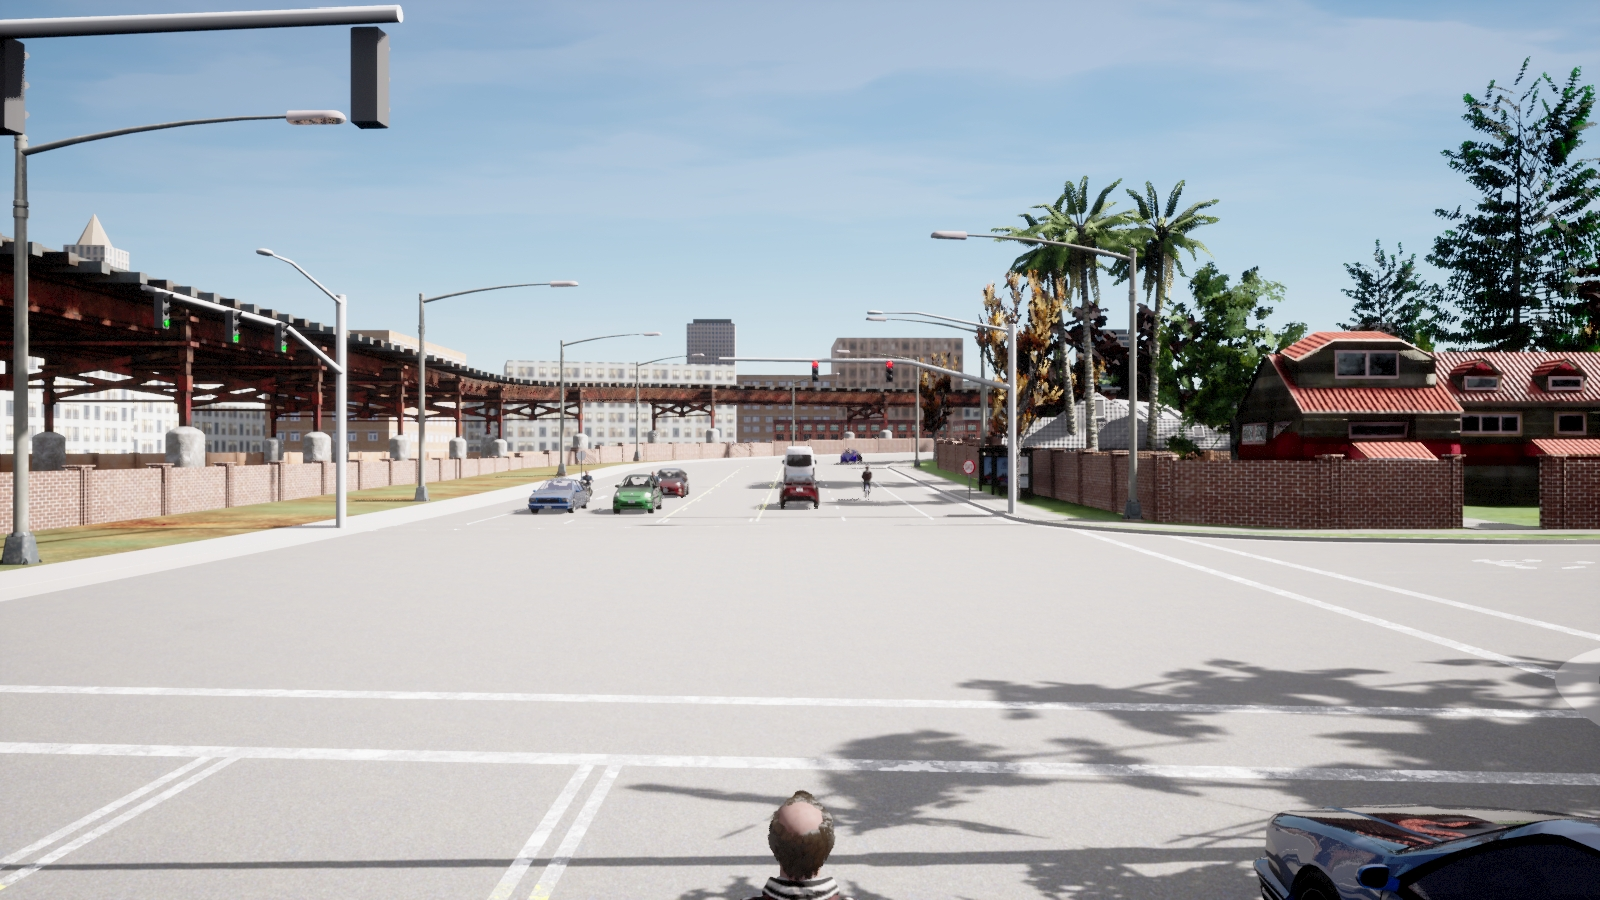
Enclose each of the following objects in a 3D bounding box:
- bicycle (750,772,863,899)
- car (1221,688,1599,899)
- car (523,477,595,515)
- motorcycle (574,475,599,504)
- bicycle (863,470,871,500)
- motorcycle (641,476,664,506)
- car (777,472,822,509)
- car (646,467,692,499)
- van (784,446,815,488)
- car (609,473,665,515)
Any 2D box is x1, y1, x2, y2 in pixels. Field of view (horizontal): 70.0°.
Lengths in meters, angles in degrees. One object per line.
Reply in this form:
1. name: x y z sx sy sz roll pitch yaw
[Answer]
1. bicycle: 0.019 2.048 3.681 0.329 1.496 1.835 0 0 0
2. car: 3.467 2.106 4.038 2.033 1.411 5.357 0 0 1
3. car: -10.533 1.979 50.381 2.033 1.411 5.357 0 1 0
4. motorcycle: -10.476 1.934 56.002 0.856 1.341 1.805 0 1 1
5. bicycle: 3.478 1.815 59.203 0.329 1.496 1.835 0 1 0
6. motorcycle: -7.053 1.947 54.746 0.856 1.341 1.805 0 1 0
7. car: -0.031 1.869 53.770 2.007 1.525 4.514 0 1 0
8. car: -7.041 1.773 61.827 2.007 1.525 4.514 0 1 0
9. van: -0.037 1.042 74.820 1.988 2.561 5.915 0 1 0
10. car: -7.031 1.877 49.699 1.851 1.617 3.988 0 1 0
